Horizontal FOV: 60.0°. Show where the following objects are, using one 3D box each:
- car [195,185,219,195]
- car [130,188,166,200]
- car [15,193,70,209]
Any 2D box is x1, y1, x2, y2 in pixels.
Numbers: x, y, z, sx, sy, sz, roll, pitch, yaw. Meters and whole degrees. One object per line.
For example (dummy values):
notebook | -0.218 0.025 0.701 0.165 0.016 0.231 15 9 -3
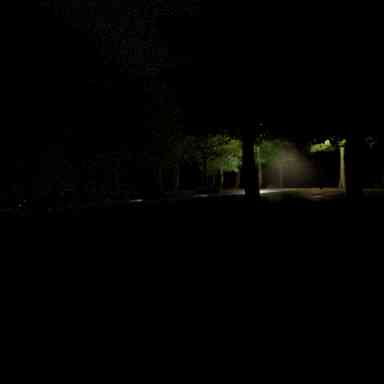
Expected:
car | 2.499 -0.361 54.367 1.882 1.535 5.008 -1 2 38
car | -5.685 0.209 43.793 2.033 1.411 5.357 -1 2 38
car | -14.495 0.829 32.338 1.895 1.301 4.718 -1 2 37
